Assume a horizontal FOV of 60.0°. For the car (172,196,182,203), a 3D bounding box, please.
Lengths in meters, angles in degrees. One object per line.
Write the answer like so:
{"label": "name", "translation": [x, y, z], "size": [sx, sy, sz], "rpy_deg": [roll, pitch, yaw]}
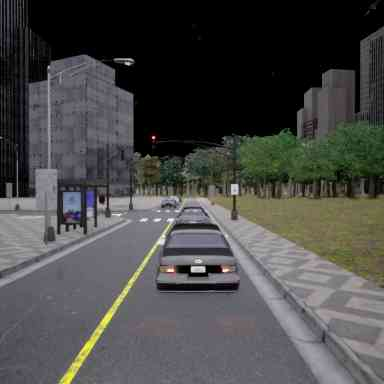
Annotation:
{"label": "car", "translation": [-3.077, 1.515, 69.101], "size": [1.895, 1.301, 4.718], "rpy_deg": [0, 0, 0]}

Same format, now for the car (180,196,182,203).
{"label": "car", "translation": [-3.124, 1.464, 55.781], "size": [1.812, 1.442, 4.674], "rpy_deg": [0, 0, 0]}

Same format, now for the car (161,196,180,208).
{"label": "car", "translation": [-3.129, 1.519, 45.811], "size": [1.994, 1.385, 4.181], "rpy_deg": [0, 0, -1]}

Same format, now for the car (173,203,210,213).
{"label": "car", "translation": [0.071, 1.554, 19.239], "size": [1.994, 1.385, 4.181], "rpy_deg": [0, 0, 0]}

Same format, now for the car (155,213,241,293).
{"label": "car", "translation": [0.094, 1.545, 8.961], "size": [2.033, 1.411, 5.357], "rpy_deg": [0, 0, -1]}

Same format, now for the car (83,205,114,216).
{"label": "car", "translation": [-9.846, 1.563, 31.385], "size": [4.718, 1.301, 1.895], "rpy_deg": [0, 0, -3]}

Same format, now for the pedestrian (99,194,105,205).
{"label": "pedestrian", "translation": [-10.108, 1.051, 37.307], "size": [0.375, 1.860, 0.375], "rpy_deg": [0, 0, 1]}
